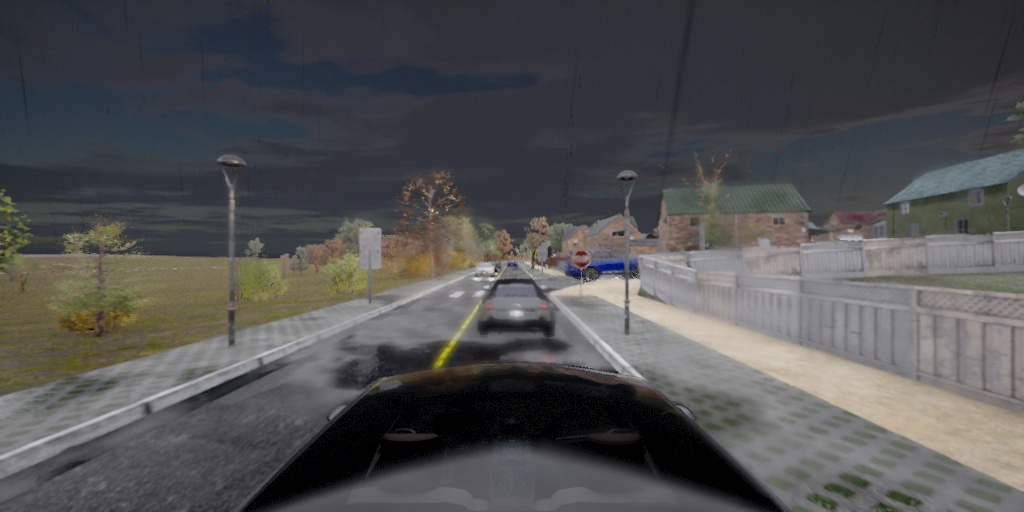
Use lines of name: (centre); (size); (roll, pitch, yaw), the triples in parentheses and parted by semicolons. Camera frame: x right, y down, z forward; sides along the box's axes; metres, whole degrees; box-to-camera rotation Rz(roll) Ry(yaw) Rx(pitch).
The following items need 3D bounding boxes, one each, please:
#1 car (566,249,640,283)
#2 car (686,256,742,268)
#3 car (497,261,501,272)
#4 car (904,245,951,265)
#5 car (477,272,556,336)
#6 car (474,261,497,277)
car: (6.309, 0.579, 23.535); (5.566, 2.045, 2.150); (-3, -3, -6)
car: (14.306, 0.481, 24.706); (5.357, 1.411, 2.033); (-3, -1, 14)
car: (-2.833, 1.425, 47.440); (1.837, 1.490, 4.892); (0, 0, 0)
car: (24.412, -0.095, 22.107); (4.181, 1.385, 1.994); (-3, -1, 15)
car: (0.101, 1.343, 10.475); (1.994, 1.385, 4.181); (0, 0, 0)
car: (-2.779, 1.404, 37.277); (1.812, 1.442, 4.674); (0, 0, -2)
